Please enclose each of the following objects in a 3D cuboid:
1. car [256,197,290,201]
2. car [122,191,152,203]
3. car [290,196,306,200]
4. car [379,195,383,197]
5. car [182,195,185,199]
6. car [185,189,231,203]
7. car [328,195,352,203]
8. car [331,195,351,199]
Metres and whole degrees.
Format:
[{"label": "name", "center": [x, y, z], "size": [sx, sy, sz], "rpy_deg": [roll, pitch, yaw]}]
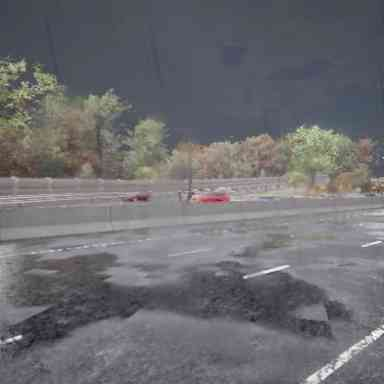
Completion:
[{"label": "car", "center": [7.810, 1.358, 35.359], "size": [5.357, 1.411, 2.033], "rpy_deg": [0, 0, -41]}, {"label": "car", "center": [-7.396, 0.655, 44.947], "size": [1.882, 1.535, 5.008], "rpy_deg": [0, 1, 27]}, {"label": "car", "center": [15.590, 1.351, 51.515], "size": [4.718, 1.301, 1.895], "rpy_deg": [0, 0, -41]}, {"label": "car", "center": [33.558, 1.293, 57.988], "size": [4.892, 1.490, 1.837], "rpy_deg": [-1, 1, -41]}, {"label": "car", "center": [-0.096, 0.447, 60.339], "size": [1.812, 1.442, 4.674], "rpy_deg": [0, 1, 26]}, {"label": "car", "center": [2.295, 0.925, 39.802], "size": [5.566, 2.045, 2.150], "rpy_deg": [3, 0, -41]}, {"label": "car", "center": [27.640, 1.263, 62.102], "size": [4.902, 1.511, 2.128], "rpy_deg": [0, 0, -41]}, {"label": "car", "center": [21.713, 1.400, 47.585], "size": [4.718, 1.301, 1.895], "rpy_deg": [0, 0, -41]}]
